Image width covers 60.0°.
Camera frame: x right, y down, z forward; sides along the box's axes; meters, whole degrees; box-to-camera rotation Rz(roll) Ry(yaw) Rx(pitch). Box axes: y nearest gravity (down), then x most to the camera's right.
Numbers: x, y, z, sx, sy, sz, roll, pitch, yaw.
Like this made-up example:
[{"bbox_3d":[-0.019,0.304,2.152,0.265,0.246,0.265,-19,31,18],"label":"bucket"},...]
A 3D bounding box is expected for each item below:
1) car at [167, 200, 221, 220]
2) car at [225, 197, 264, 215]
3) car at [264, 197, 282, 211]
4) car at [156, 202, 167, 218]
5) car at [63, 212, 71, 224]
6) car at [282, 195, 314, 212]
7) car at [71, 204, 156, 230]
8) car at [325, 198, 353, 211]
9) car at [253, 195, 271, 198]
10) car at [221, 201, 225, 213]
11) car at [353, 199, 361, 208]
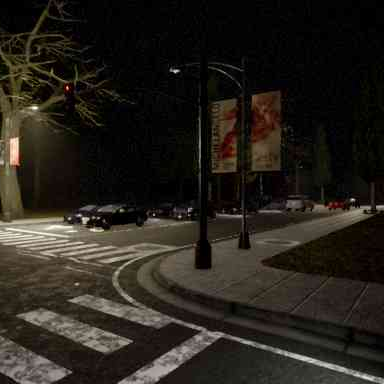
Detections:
[{"bbox_3d":[0.275,1.472,29.237,2.097,1.767,4.553,0,0,35],"label":"car"},{"bbox_3d":[5.931,1.680,37.263,1.837,1.490,4.892,0,0,35],"label":"car"},{"bbox_3d":[11.883,1.772,45.652,1.812,1.442,4.674,0,0,36],"label":"car"},{"bbox_3d":[-1.855,1.666,31.847,2.033,1.411,5.357,0,0,35],"label":"car"},{"bbox_3d":[-7.187,1.637,24.303,1.994,1.385,4.181,0,0,36],"label":"car"},{"bbox_3d":[13.895,1.464,42.587,2.150,2.045,5.566,0,0,35],"label":"car"},{"bbox_3d":[-4.977,1.566,21.782,2.128,1.511,4.902,0,0,35],"label":"car"},{"bbox_3d":[20.677,1.658,46.581,2.097,1.767,4.553,0,0,35],"label":"car"},{"bbox_3d":[9.961,1.472,48.558,2.150,2.045,5.566,0,0,38],"label":"car"},{"bbox_3d":[3.875,1.776,39.995,1.895,1.301,4.718,0,0,35],"label":"car"},{"bbox_3d":[26.438,1.892,54.763,2.128,1.511,4.902,0,-1,35],"label":"car"}]
